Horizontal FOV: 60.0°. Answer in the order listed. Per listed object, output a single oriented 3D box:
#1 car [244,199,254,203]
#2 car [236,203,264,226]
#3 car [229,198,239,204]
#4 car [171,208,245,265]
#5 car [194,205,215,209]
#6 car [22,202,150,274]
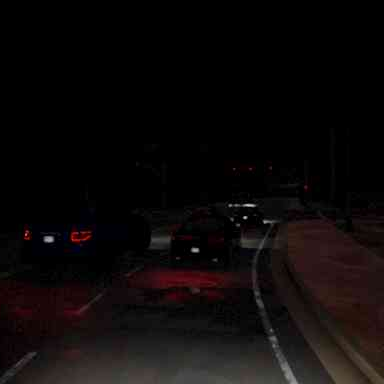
[{"bbox_3d":[13.677,2.354,79.977,1.895,1.301,4.718,0,-1,17],"label":"car"},{"bbox_3d":[4.345,1.807,25.464,1.994,1.385,4.181,0,0,17],"label":"car"},{"bbox_3d":[10.331,2.246,81.004,1.882,1.535,5.008,0,-1,17],"label":"car"},{"bbox_3d":[0.695,1.595,12.323,1.882,1.535,5.008,0,0,14],"label":"car"},{"bbox_3d":[1.095,1.780,26.810,1.812,1.442,4.674,0,0,17],"label":"car"},{"bbox_3d":[-3.190,1.332,11.279,2.150,2.045,5.566,0,0,12],"label":"car"}]
